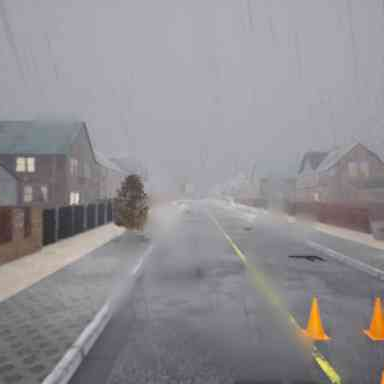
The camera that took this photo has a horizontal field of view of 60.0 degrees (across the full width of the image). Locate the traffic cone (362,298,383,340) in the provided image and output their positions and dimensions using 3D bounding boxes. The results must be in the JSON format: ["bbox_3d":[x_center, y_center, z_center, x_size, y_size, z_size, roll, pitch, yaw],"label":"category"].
[{"bbox_3d":[2.955,1.988,5.284,0.340,0.580,0.340,0,0,0],"label":"traffic cone"}]

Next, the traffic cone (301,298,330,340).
[{"bbox_3d":[1.956,1.982,5.290,0.340,0.580,0.340,0,0,0],"label":"traffic cone"}]

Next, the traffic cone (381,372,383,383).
[{"bbox_3d":[1.944,1.976,3.290,0.340,0.580,0.340,0,0,0],"label":"traffic cone"}]
